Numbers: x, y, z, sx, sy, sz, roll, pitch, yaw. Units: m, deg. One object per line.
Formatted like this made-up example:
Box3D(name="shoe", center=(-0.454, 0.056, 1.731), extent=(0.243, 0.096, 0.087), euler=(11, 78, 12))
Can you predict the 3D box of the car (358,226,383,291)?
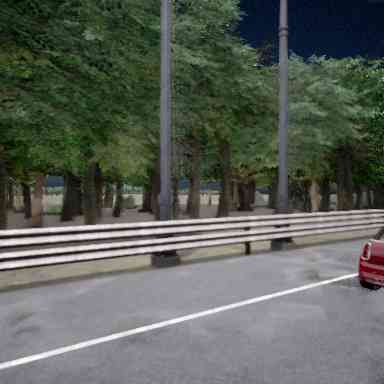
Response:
Box3D(name="car", center=(5.959, 1.360, 7.795), extent=(4.553, 1.767, 2.097), euler=(0, 0, -34))
